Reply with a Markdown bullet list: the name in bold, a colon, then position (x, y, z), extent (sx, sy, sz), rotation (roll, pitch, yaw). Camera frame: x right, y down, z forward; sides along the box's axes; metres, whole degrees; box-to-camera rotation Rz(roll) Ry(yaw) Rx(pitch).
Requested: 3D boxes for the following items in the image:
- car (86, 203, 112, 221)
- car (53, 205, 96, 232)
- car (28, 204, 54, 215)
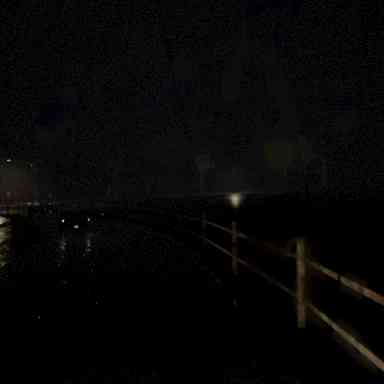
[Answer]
- **car**: position (-8.417, 1.680, 28.598), extent (1.882, 1.535, 5.008), rotation (-1, -1, -32)
- **car**: position (-7.728, 1.768, 21.620), extent (1.895, 1.301, 4.718), rotation (-1, 0, -25)
- **car**: position (-18.199, 2.061, 40.411), extent (4.718, 1.301, 1.895), rotation (-2, 0, 43)
